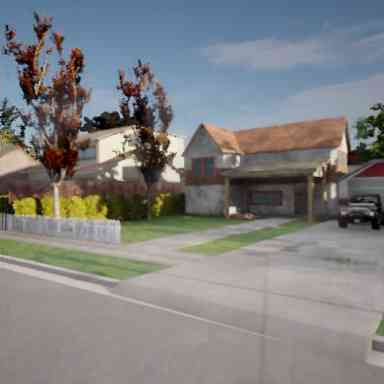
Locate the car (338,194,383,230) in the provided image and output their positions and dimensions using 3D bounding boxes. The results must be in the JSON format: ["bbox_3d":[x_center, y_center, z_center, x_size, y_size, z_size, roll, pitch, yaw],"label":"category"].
[{"bbox_3d":[9.516,1.035,18.529,1.905,1.878,3.866,-1,0,36],"label":"car"}]
